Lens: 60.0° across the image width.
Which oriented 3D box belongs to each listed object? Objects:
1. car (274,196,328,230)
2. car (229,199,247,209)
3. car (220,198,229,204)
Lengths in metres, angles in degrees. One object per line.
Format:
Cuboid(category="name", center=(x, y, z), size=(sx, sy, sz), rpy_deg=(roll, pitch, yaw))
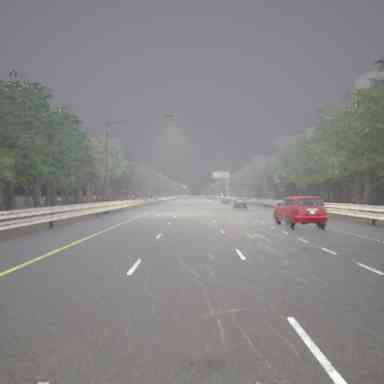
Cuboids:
Cuboid(category="car", center=(7.040, 1.302, 22.056), size=(2.150, 2.045, 5.566), rpy_deg=(0, 0, 0))
Cuboid(category="car", center=(7.170, 1.820, 50.327), size=(1.812, 1.442, 4.674), rpy_deg=(0, -1, 0))
Cuboid(category="car", center=(7.346, 2.000, 74.200), size=(2.128, 1.511, 4.902), rpy_deg=(0, 0, 1))
